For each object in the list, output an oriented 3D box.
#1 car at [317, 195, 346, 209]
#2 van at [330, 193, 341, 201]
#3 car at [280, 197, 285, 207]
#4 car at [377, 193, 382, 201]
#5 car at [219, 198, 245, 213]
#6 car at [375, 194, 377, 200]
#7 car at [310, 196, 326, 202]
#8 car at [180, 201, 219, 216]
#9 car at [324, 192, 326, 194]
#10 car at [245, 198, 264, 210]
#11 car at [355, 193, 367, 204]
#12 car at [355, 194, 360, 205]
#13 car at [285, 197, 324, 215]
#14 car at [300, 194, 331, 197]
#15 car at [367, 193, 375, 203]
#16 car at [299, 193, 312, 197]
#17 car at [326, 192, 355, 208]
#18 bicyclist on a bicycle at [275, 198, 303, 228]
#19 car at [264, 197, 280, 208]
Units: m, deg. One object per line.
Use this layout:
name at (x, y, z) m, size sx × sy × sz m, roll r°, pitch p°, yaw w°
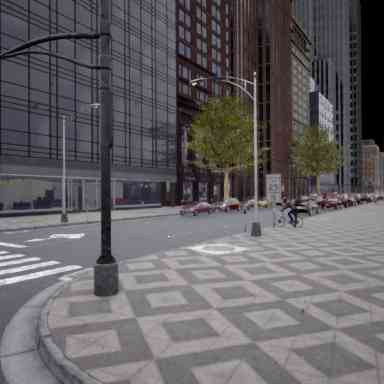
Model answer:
car at (17.141, 1.377, 40.768) m, size 1.887 × 1.381 × 4.507 m, roll 0°, pitch 0°, yaw 35°
van at (35.702, 1.186, 82.770) m, size 1.690 × 1.788 × 3.998 m, roll -1°, pitch 0°, yaw 35°
car at (13.321, 1.456, 50.252) m, size 1.947 × 1.339 × 4.313 m, roll 0°, pitch 0°, yaw 35°
car at (42.719, 1.358, 77.925) m, size 1.802 × 1.307 × 4.206 m, roll -1°, pitch 0°, yaw 35°
car at (3.727, 1.367, 36.315) m, size 1.967 × 1.590 × 4.097 m, roll 0°, pitch 0°, yaw 35°
car at (36.421, 1.302, 68.776) m, size 1.752 × 1.417 × 4.829 m, roll -1°, pitch 0°, yaw 35°
car at (26.112, 1.418, 68.834) m, size 1.947 × 1.339 × 4.313 m, roll 0°, pitch 0°, yaw 35°
car at (0.531, 1.524, 31.670) m, size 1.802 × 1.307 × 4.206 m, roll 0°, pitch 0°, yaw 35°
car at (22.260, 1.052, 52.739) m, size 2.150 × 2.045 × 5.566 m, roll -1°, pitch 0°, yaw 35°
car at (6.926, 1.495, 40.961) m, size 1.802 × 1.307 × 4.206 m, roll 0°, pitch 0°, yaw 35°
car at (26.732, 1.118, 54.702) m, size 2.192 × 1.841 × 5.009 m, roll 0°, pitch 0°, yaw 35°
car at (23.536, 1.378, 50.057) m, size 1.947 × 1.339 × 4.313 m, roll 0°, pitch 0°, yaw 35°
car at (10.747, 1.424, 31.478) m, size 1.947 × 1.339 × 4.313 m, roll 0°, pitch 0°, yaw 35°
car at (16.572, 1.339, 44.474) m, size 2.128 × 1.511 × 4.902 m, roll -1°, pitch 0°, yaw 35°
car at (33.127, 1.099, 63.992) m, size 2.192 × 1.841 × 5.009 m, roll 0°, pitch 0°, yaw 35°
car at (19.716, 1.416, 59.543) m, size 1.887 × 1.381 × 4.507 m, roll 0°, pitch 0°, yaw 35°
car at (20.337, 1.137, 45.413) m, size 2.192 × 1.841 × 5.009 m, roll 0°, pitch 0°, yaw 35°
bicyclist on a bicycle at (5.315, 1.177, 18.363) m, size 1.656 × 1.620 × 0.582 m, roll -1°, pitch 0°, yaw 35°
car at (10.026, 1.426, 45.466) m, size 1.752 × 1.417 × 4.829 m, roll 0°, pitch 0°, yaw 35°
